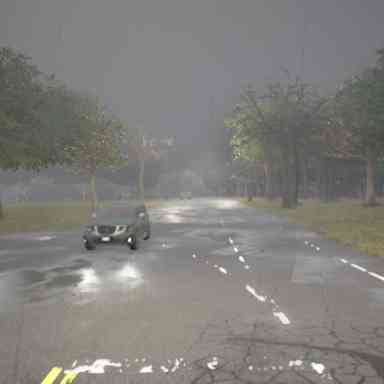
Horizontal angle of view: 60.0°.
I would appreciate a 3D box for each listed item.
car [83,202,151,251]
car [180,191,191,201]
[{"bbox_3d":[-3.312,1.544,15.859,2.150,2.045,5.566,-1,-1,2],"label":"car"},{"bbox_3d":[-1.394,0.808,72.806,2.150,2.045,5.566,-1,0,4],"label":"car"}]
